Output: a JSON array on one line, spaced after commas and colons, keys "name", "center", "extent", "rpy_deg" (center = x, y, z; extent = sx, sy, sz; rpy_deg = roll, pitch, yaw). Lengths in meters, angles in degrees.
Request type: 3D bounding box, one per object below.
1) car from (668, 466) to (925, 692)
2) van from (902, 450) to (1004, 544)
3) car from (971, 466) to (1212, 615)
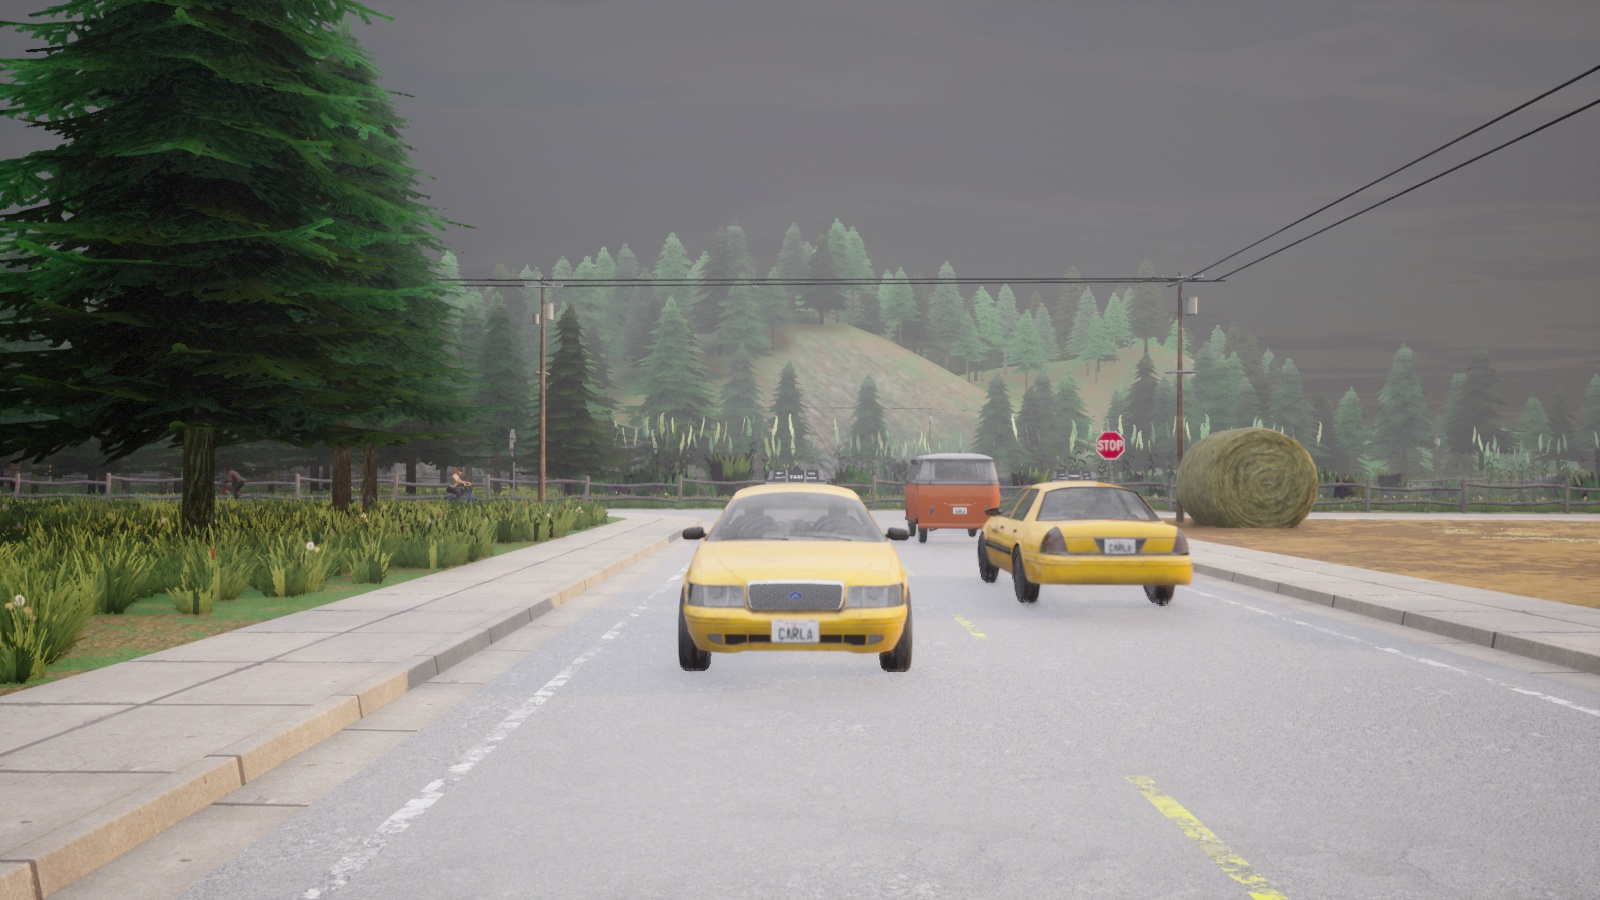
[{"name": "car", "center": [-0.031, 0.946, 11.498], "extent": [1.801, 1.575, 5.366], "rpy_deg": [0, -1, 0]}, {"name": "van", "center": [3.424, 1.038, 28.899], "extent": [1.775, 1.987, 4.442], "rpy_deg": [0, -1, 0]}, {"name": "car", "center": [3.458, 1.008, 16.022], "extent": [1.801, 1.575, 5.366], "rpy_deg": [0, -1, 0]}]
